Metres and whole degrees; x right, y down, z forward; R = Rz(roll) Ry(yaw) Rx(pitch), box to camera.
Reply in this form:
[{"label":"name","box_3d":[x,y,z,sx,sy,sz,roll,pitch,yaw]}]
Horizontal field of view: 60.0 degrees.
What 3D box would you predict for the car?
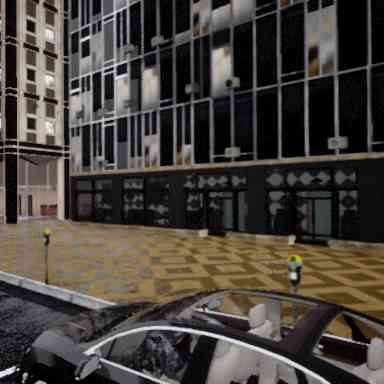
[{"label":"car","box_3d":[0.252,1.554,2.822,4.403,1.369,2.008,0,0,35]}]
